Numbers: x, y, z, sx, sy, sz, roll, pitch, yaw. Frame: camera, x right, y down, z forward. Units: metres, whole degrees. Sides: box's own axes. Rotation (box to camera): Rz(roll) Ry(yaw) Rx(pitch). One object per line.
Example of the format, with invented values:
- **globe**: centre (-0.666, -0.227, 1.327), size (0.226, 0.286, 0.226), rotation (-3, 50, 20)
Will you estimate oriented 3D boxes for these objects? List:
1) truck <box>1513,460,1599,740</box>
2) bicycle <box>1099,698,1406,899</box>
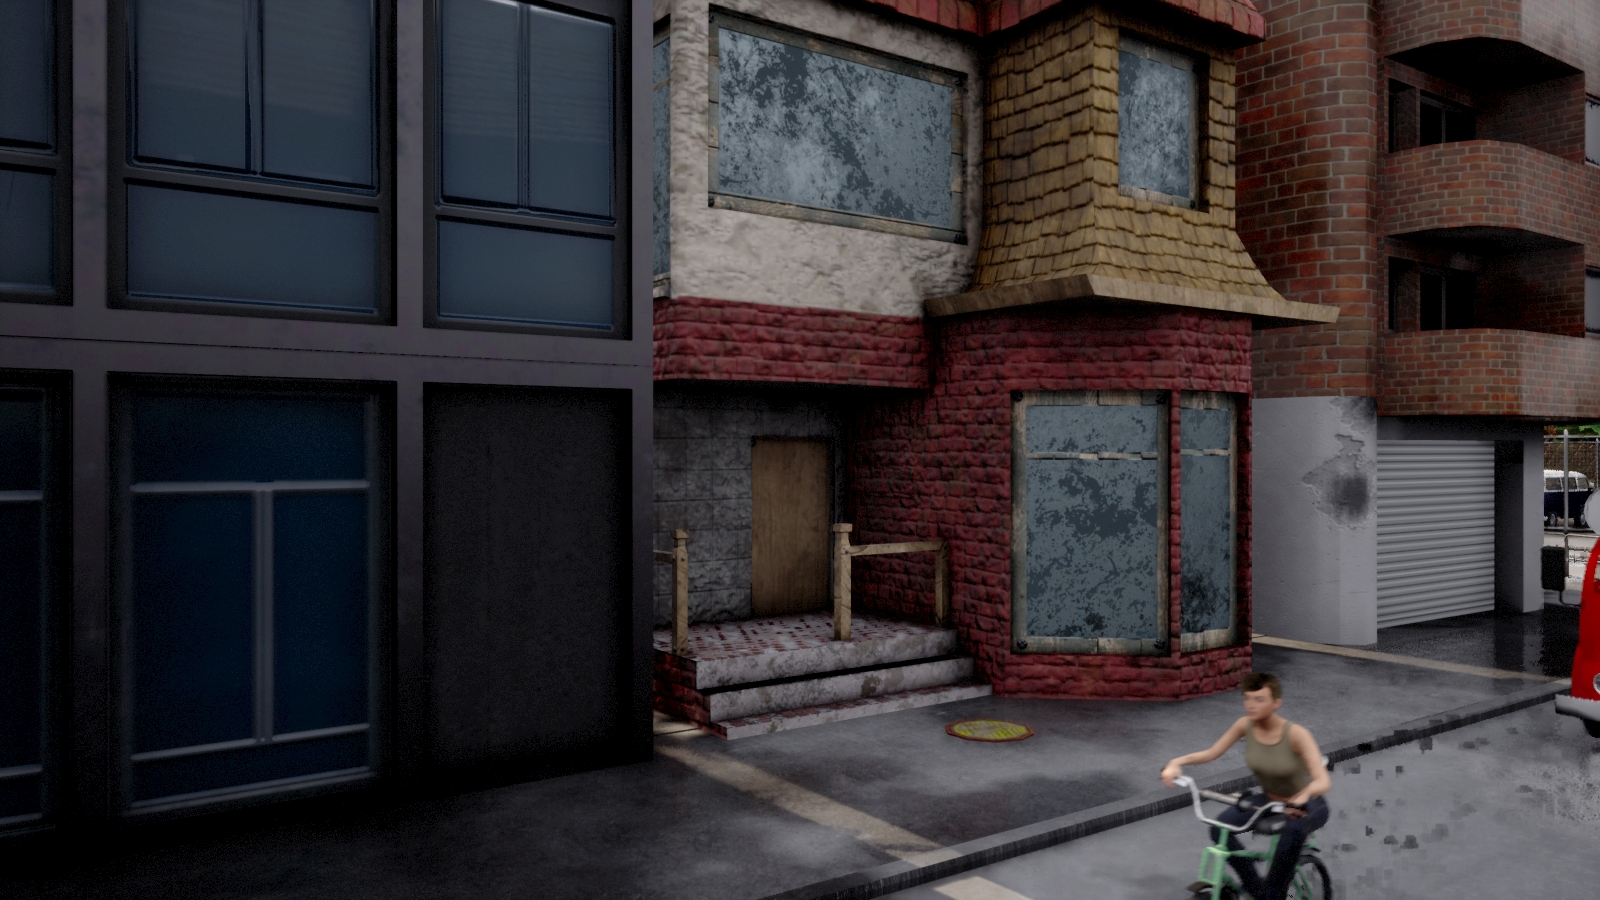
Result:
- **truck**: centre (9.581, 1.342, 11.165), size (5.204, 2.467, 2.627), rotation (0, 0, -35)
- **bicycle**: centre (2.430, 2.034, 6.110), size (1.487, 1.080, 0.859), rotation (0, 0, -36)
